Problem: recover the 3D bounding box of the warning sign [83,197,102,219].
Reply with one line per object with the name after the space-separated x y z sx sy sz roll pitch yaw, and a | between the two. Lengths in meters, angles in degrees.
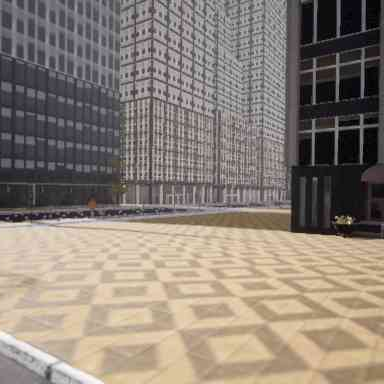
-9.107 1.459 30.524 1.300 1.860 1.060 2 1 35 | warning sign
